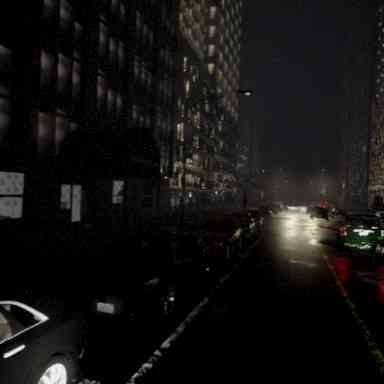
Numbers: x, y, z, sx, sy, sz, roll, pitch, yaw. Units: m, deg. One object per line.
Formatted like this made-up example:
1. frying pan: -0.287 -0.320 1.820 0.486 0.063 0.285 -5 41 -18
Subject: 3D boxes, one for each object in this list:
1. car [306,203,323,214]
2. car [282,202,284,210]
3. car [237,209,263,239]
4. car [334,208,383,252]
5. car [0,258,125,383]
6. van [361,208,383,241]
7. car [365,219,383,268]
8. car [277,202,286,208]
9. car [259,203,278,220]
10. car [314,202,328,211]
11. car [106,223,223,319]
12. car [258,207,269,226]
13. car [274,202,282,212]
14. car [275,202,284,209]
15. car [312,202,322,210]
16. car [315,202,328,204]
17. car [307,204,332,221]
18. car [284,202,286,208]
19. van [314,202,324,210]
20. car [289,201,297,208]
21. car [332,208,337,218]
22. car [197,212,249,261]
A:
1. car: 17.961 2.709 49.294 2.033 1.411 5.357 2 0 17
2. car: 14.218 2.648 56.506 1.802 1.307 4.206 2 -1 17
3. car: 2.544 1.813 18.481 2.008 1.369 4.403 2 -1 17
4. car: 8.089 1.822 15.811 2.097 1.767 4.553 2 -1 26
5. car: -2.459 1.468 2.184 2.008 1.369 4.403 2 -1 17
6. van: 12.223 2.031 21.451 1.690 1.788 3.998 2 -1 17
7. car: 6.789 1.844 9.831 1.882 1.535 5.008 2 -1 17
8. car: 22.557 3.204 83.668 1.947 1.339 4.313 2 -1 17
9. car: 7.548 2.158 34.777 2.008 1.369 4.403 2 -1 17
10. car: 27.234 3.038 70.342 2.192 1.841 5.009 2 -1 17
11. car: -0.791 1.598 7.616 1.947 1.339 4.313 2 -1 17
12. car: 4.211 1.959 23.913 1.802 1.307 4.206 2 -1 17
13. car: 10.884 2.388 45.641 2.008 1.369 4.403 2 -1 17
14. car: 19.174 2.932 72.641 1.752 1.417 4.829 2 -1 17
15. car: 30.566 3.391 81.205 1.967 1.590 4.097 2 -1 17
16. car: 25.566 2.923 64.910 2.192 1.841 5.009 2 -1 17
17. car: 14.549 2.452 38.062 1.812 1.442 4.674 2 -1 17
18. car: 15.891 2.621 61.939 1.967 1.590 4.097 2 -1 17
19. van: 28.901 3.178 75.774 1.690 1.788 3.998 2 -1 17
20. car: 26.705 3.197 87.964 2.097 1.767 4.553 2 0 17
21. car: 18.888 2.700 43.177 2.008 1.369 4.403 2 -1 17
22. car: 0.877 1.692 13.048 1.887 1.381 4.507 2 -1 17
